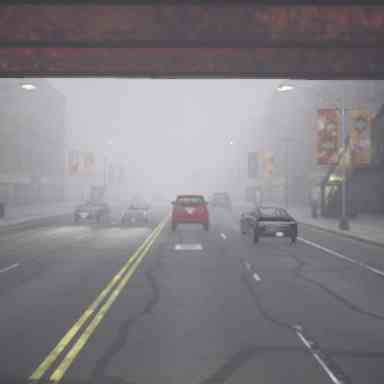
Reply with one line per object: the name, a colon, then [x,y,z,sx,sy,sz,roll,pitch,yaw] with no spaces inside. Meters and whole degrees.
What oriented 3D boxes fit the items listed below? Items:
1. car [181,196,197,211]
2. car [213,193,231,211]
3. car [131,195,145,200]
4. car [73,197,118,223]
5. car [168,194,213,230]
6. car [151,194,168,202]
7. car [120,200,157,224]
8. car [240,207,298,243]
car: [-0.383,1.345,40.052,1.882,1.535,5.008,0,0,-1]
car: [3.143,1.096,38.160,2.150,2.045,5.566,0,0,-1]
car: [-10.899,1.295,66.965,2.128,1.511,4.902,0,0,-27]
car: [-7.383,1.408,25.054,2.128,1.511,4.902,0,0,-1]
car: [-0.128,1.154,20.872,2.150,2.045,5.566,0,0,-1]
car: [-6.697,1.326,66.208,2.033,1.411,5.357,0,0,-23]
car: [-3.872,1.521,24.091,1.895,1.301,4.718,0,0,-1]
car: [3.440,1.440,15.580,2.128,1.511,4.902,0,0,-1]
